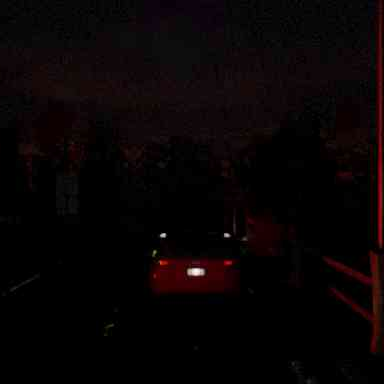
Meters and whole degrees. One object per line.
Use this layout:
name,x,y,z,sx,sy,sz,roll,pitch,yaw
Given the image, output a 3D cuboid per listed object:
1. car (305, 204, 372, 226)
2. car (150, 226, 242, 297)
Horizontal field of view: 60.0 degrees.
car,10.839,1.645,24.417,4.902,1.511,2.128,1,0,-2
car,0.083,1.565,8.626,1.994,1.385,4.181,0,0,0
